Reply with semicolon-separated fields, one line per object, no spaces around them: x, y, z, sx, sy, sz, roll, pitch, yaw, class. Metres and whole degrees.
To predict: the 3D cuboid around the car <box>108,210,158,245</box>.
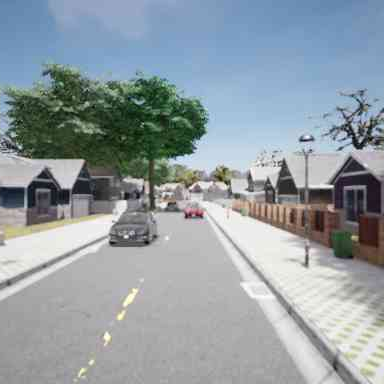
-2.813;1.712;16.689;1.837;1.490;4.892;0;-1;0;car

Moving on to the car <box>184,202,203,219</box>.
0.170;2.008;34.210;1.895;1.301;4.718;0;-1;0;car

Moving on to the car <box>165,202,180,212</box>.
-2.742;2.075;46.732;1.812;1.442;4.674;0;-1;0;car

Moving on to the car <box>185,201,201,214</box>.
0.170;2.017;44.518;2.128;1.511;4.902;0;-1;1;car
